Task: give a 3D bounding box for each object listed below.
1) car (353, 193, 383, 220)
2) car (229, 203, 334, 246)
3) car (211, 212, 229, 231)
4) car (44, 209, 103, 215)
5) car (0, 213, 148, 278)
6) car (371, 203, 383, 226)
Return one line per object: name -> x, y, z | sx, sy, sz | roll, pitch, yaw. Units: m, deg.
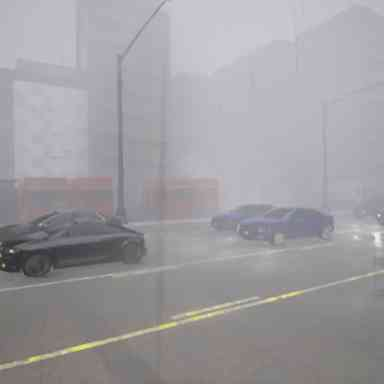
car -> 15.017, 1.132, 26.110 | 5.566, 2.045, 2.150 | 0, 0, -33
car -> 4.340, 1.403, 15.075 | 5.008, 1.535, 1.882 | 0, 0, -33
car -> 3.335, 1.393, 18.589 | 5.008, 1.535, 1.882 | 0, 0, -33
car -> -5.081, 1.453, 13.167 | 4.892, 1.490, 1.837 | 0, 0, -33
car -> -3.466, 1.525, 10.044 | 4.181, 1.385, 1.994 | 0, 0, -33
car -> 13.713, 1.520, 21.039 | 4.718, 1.301, 1.895 | 0, 0, -32
